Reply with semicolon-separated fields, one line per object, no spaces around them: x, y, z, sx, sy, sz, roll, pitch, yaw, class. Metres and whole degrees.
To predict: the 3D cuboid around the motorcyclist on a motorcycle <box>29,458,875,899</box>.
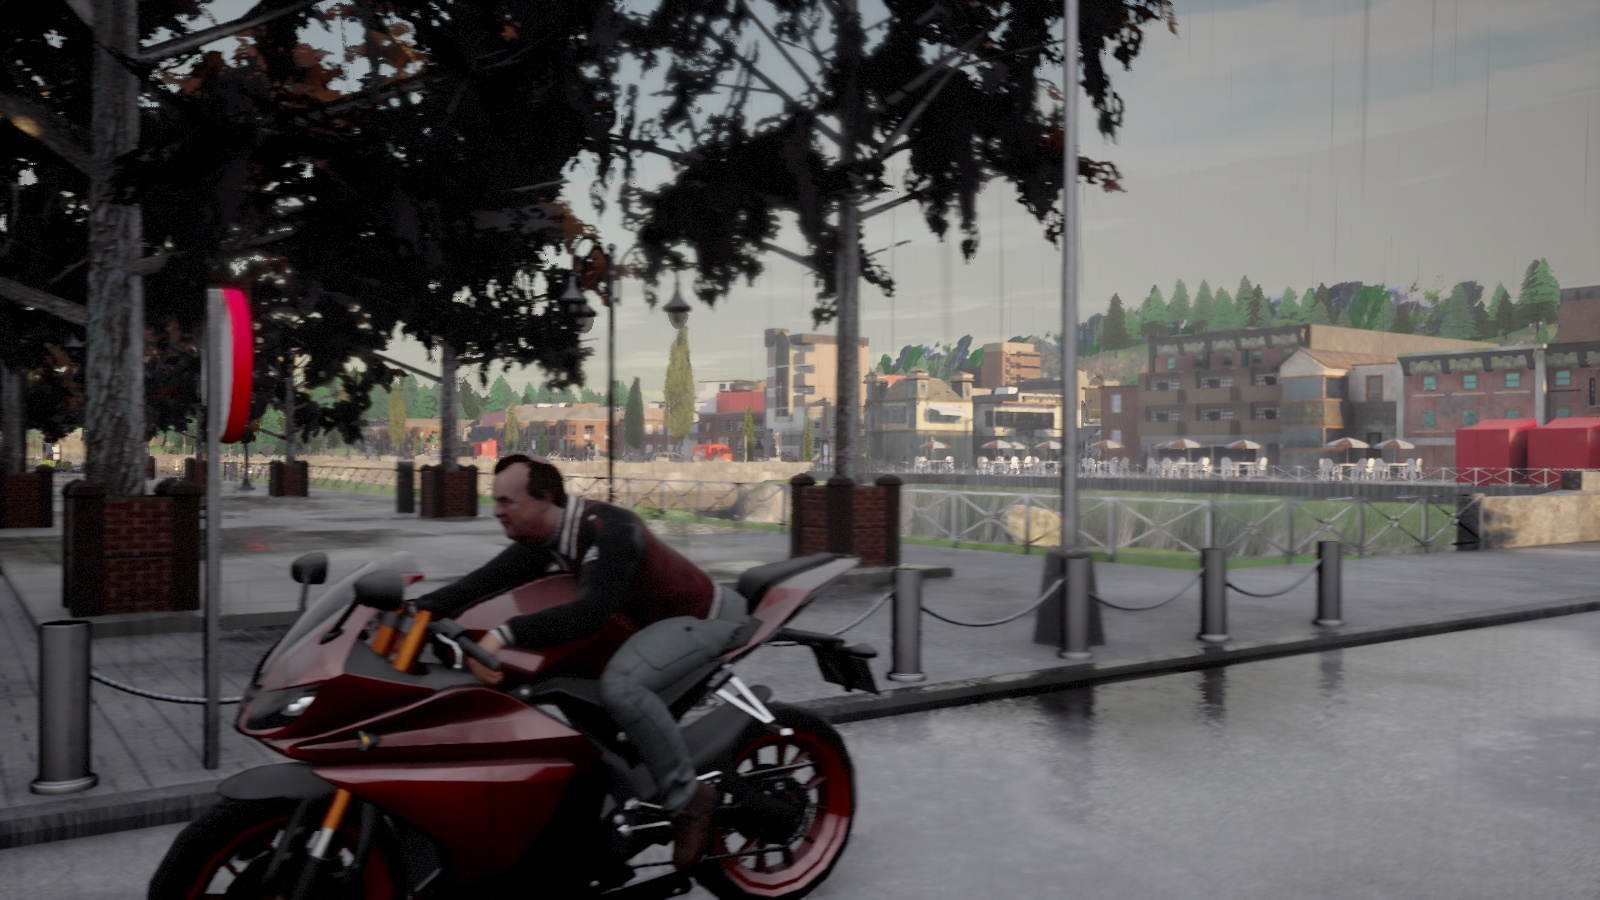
-0.915;0.792;3.631;2.191;1.530;0.866;0;0;-35;motorcyclist on a motorcycle

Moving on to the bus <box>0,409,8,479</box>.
-53.222;-0.320;80.243;3.944;4.253;10.273;-2;1;-35;bus
